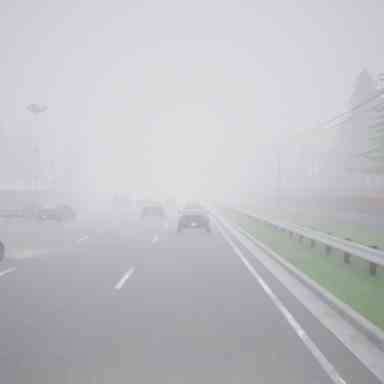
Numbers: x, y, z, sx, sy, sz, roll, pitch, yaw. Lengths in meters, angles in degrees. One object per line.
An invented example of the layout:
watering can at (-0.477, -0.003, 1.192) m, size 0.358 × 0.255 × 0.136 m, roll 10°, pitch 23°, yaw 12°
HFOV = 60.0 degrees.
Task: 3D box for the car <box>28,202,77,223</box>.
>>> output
car at (-10.408, 1.559, 25.693) m, size 1.812 × 1.442 × 4.674 m, roll 0°, pitch 0°, yaw 0°

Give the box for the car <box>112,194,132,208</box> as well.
car at (-10.423, 1.289, 49.815) m, size 2.150 × 2.045 × 5.566 m, roll 0°, pitch 0°, yaw 0°

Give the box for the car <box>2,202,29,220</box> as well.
car at (-13.910, 1.584, 28.115) m, size 2.033 × 1.411 × 5.357 m, roll 0°, pitch 0°, yaw 0°

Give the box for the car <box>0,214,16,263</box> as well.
car at (-6.901, 1.537, 8.821) m, size 1.812 × 1.442 × 4.674 m, roll 0°, pitch 0°, yaw 0°

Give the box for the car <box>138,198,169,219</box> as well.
car at (-3.410, 1.566, 29.952) m, size 1.812 × 1.442 × 4.674 m, roll 0°, pitch 0°, yaw 0°

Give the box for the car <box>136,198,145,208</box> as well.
car at (-6.922, 1.543, 48.484) m, size 1.882 × 1.535 × 5.008 m, roll 0°, pitch 0°, yaw 0°

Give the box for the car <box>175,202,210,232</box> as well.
car at (0.095, 1.553, 19.976) m, size 1.812 × 1.442 × 4.674 m, roll 0°, pitch 0°, yaw 0°

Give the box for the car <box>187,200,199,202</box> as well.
car at (0.080, 1.660, 43.516) m, size 1.895 × 1.301 × 4.718 m, roll 0°, pitch 0°, yaw 0°

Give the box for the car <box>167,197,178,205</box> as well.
car at (-3.425, 1.568, 55.842) m, size 2.128 × 1.511 × 4.902 m, roll 0°, pitch 0°, yaw 0°
